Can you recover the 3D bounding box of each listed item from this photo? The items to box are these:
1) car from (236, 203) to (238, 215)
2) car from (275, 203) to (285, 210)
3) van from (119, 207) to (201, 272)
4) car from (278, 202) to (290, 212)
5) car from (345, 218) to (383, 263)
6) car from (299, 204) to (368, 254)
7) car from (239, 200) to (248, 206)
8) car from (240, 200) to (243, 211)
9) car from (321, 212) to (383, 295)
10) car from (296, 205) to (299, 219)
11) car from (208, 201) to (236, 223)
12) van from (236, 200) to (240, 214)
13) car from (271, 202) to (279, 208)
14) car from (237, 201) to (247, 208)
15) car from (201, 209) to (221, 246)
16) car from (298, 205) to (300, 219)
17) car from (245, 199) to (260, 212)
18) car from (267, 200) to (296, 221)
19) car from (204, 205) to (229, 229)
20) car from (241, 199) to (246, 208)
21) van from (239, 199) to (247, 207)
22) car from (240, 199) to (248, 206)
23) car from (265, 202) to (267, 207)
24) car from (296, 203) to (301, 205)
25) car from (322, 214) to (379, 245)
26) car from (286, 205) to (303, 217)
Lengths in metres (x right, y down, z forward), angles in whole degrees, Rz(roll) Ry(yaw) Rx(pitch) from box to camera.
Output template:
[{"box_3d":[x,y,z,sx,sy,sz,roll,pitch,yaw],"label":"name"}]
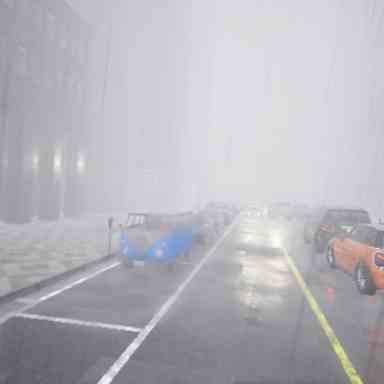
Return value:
[{"box_3d":[3.205,2.013,32.970,1.887,1.381,4.507,2,-1,11],"label":"car"},{"box_3d":[19.948,3.231,75.688,1.947,1.339,4.313,2,-1,11],"label":"car"},{"box_3d":[-0.974,1.401,10.821,1.690,1.788,3.998,2,-1,11],"label":"van"},{"box_3d":[17.860,2.898,64.615,1.967,1.590,4.097,2,-1,11],"label":"car"},{"box_3d":[8.466,2.064,14.946,1.752,1.417,4.829,2,-1,11],"label":"car"},{"box_3d":[6.663,1.683,15.565,2.150,2.045,5.566,3,-1,11],"label":"car"},{"box_3d":[13.678,2.941,88.346,1.967,1.590,4.097,2,-1,11],"label":"car"},{"box_3d":[5.304,2.114,44.046,1.967,1.590,4.097,2,-1,11],"label":"car"},{"box_3d":[5.444,1.698,9.606,2.097,1.767,4.553,3,-1,9],"label":"car"},{"box_3d":[12.620,2.511,36.928,1.947,1.339,4.313,2,-1,11],"label":"car"},{"box_3d":[2.168,1.682,27.434,2.192,1.841,5.009,2,-1,11],"label":"car"},{"box_3d":[4.261,1.912,38.509,1.690,1.788,3.998,2,-1,11],"label":"van"},{"box_3d":[23.087,3.562,92.300,1.802,1.307,4.206,2,-1,11],"label":"car"},{"box_3d":[11.580,2.842,77.270,2.008,1.369,4.403,2,-1,11],"label":"car"},{"box_3d":[0.064,1.728,16.356,1.947,1.339,4.313,2,-1,11],"label":"car"},{"box_3d":[11.579,2.283,31.391,1.967,1.590,4.097,2,-1,11],"label":"car"},{"box_3d":[10.108,2.477,54.594,1.882,1.535,5.008,3,-1,11],"label":"car"},{"box_3d":[9.954,2.043,37.342,2.150,2.045,5.566,3,-1,11],"label":"car"},{"box_3d":[1.110,1.830,21.894,1.947,1.339,4.313,2,-1,11],"label":"car"},{"box_3d":[7.397,2.319,55.122,1.967,1.590,4.097,2,-1,11],"label":"car"},{"box_3d":[12.636,2.737,82.810,1.690,1.788,3.998,2,-1,11],"label":"van"},{"box_3d":[14.730,2.921,93.886,2.192,1.841,5.009,2,-1,11],"label":"car"},{"box_3d":[12.253,2.558,49.814,1.837,1.490,4.892,3,-1,11],"label":"car"},{"box_3d":[13.678,2.363,42.468,2.192,1.841,5.009,2,-1,11],"label":"car"},{"box_3d":[9.480,2.189,20.316,2.008,1.369,4.403,2,-1,11],"label":"car"},{"box_3d":[14.715,2.695,48.003,1.887,1.381,4.507,2,-1,11],"label":"car"}]
